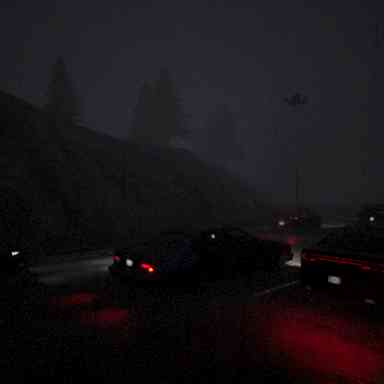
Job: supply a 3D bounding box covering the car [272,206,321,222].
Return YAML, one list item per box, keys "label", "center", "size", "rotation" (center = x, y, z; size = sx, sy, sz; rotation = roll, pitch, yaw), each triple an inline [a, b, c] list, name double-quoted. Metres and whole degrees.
- label: "car"
  center: [6.411, 1.568, 20.330]
  size: [1.812, 1.442, 4.674]
  rotation: [0, 0, 38]

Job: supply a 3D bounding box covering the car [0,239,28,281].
- label: "car"
  center: [-6.585, 1.562, 7.803]
  size: [4.902, 1.511, 2.128]
  rotation: [0, 0, -35]

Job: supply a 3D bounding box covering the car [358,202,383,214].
- label: "car"
  center: [13.141, 1.522, 23.978]
  size: [1.837, 1.490, 4.892]
  rotation: [0, 0, 32]

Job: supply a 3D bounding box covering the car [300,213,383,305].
- label: "car"
  center: [4.476, 1.484, 7.892]
  size: [5.008, 1.535, 1.882]
  rotation: [0, 0, -43]

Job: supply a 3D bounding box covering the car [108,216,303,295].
- label: "car"
  center: [0.527, 1.581, 8.868]
  size: [5.357, 1.411, 2.033]
  rotation: [0, 0, -41]
